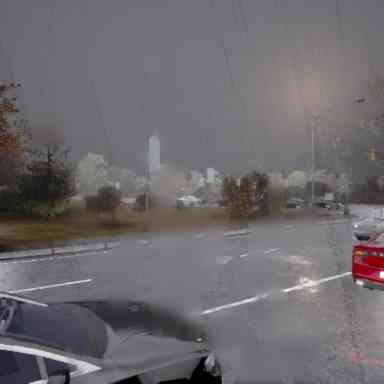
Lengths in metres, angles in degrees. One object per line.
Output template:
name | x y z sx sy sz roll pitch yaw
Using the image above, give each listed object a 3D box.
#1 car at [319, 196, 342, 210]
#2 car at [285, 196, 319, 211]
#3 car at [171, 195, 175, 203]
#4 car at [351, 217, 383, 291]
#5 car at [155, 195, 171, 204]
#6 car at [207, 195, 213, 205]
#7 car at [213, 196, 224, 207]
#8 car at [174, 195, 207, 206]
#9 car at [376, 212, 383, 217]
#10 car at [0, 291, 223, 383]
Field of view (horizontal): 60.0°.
car | 14.713 1.247 38.268 2.128 1.511 4.902 -1 0 -39
car | 11.099 1.278 37.168 2.128 1.511 4.902 -1 0 -39
car | -3.828 1.261 61.479 2.128 1.511 4.902 -1 0 -38
car | 5.776 1.445 7.856 5.008 1.535 1.882 0 0 -35
car | -6.303 1.325 58.973 1.812 1.442 4.674 -1 0 -39
car | 2.666 1.256 53.307 2.128 1.511 4.902 -1 0 -39
car | 5.399 1.143 44.285 2.097 1.767 4.553 -1 0 -39
car | -0.270 1.321 51.366 1.812 1.442 4.674 -1 0 -38
car | 9.145 1.514 14.802 4.718 1.301 1.895 -1 0 -35
car | -1.943 1.491 2.345 4.902 1.511 2.128 0 0 -35
